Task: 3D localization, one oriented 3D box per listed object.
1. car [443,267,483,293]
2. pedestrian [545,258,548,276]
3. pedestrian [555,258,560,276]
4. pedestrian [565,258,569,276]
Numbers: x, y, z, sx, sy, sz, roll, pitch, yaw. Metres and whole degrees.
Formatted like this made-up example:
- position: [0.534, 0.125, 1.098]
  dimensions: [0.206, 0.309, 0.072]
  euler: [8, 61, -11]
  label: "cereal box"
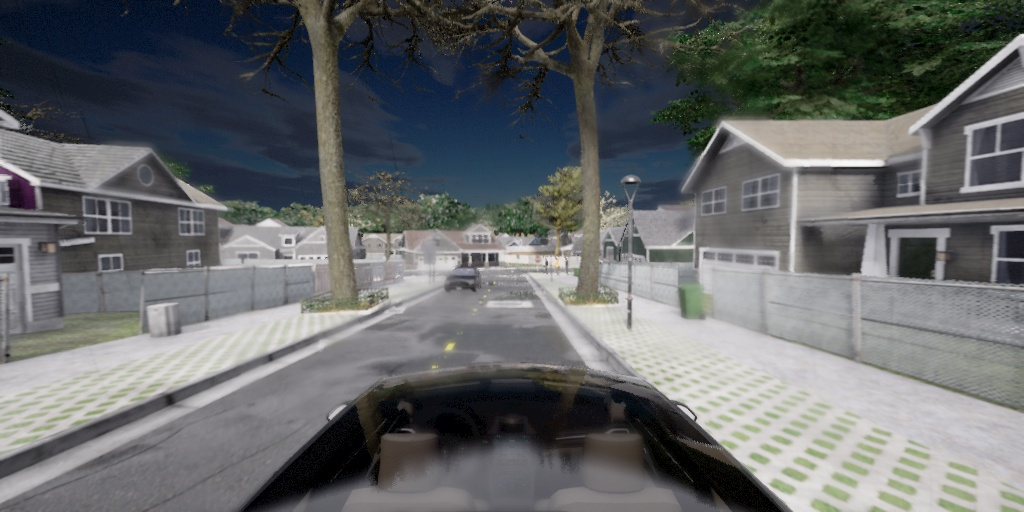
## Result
- position: [-2.848, 1.389, 22.013]
  dimensions: [2.033, 1.411, 5.357]
  euler: [0, 0, 0]
  label: "car"
- position: [3.499, 1.056, 36.583]
  dimensions: [0.375, 1.860, 0.375]
  euler: [-3, 3, 0]
  label: "pedestrian"
- position: [4.499, 1.050, 35.383]
  dimensions: [0.375, 1.860, 0.375]
  euler: [-3, 3, 0]
  label: "pedestrian"
- position: [5.499, 1.053, 35.983]
  dimensions: [0.375, 1.860, 0.375]
  euler: [-3, 3, 0]
  label: "pedestrian"
